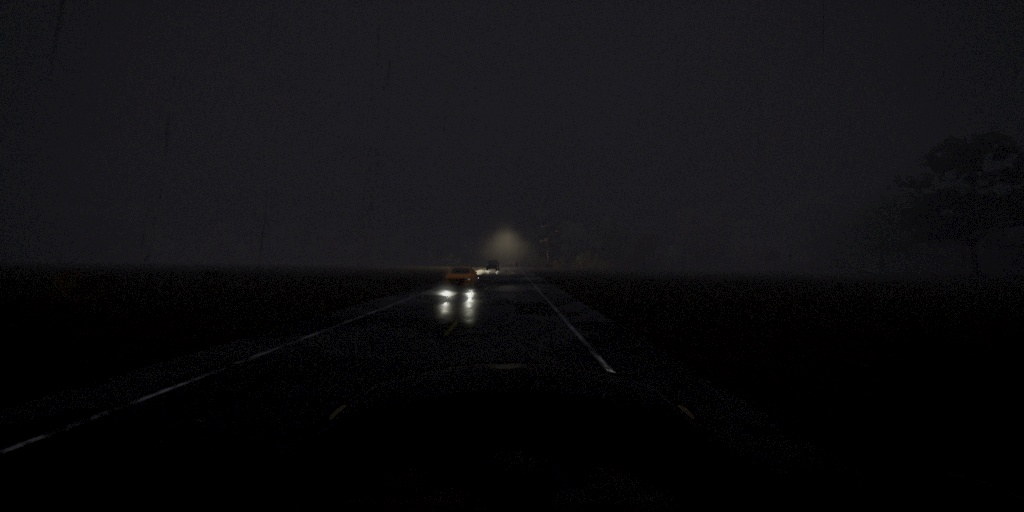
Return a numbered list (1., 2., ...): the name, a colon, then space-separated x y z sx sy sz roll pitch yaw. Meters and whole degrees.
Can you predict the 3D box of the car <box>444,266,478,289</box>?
1. car: -3.602 1.487 25.855 1.882 1.535 5.008 0 -1 0
